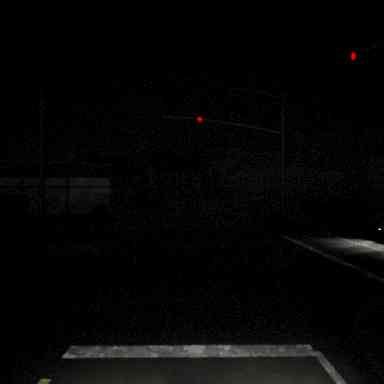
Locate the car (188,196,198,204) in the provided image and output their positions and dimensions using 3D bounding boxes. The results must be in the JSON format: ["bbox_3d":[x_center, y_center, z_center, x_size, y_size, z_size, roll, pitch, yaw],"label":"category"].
[{"bbox_3d":[0.180,1.570,66.387,2.033,1.411,5.357,0,0,0],"label":"car"}]

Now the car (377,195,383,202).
[{"bbox_3d":[38.648,1.175,62.964,5.027,1.636,2.152,0,0,0],"label":"car"}]

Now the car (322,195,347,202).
[{"bbox_3d":[31.229,1.323,73.010,4.514,1.523,2.007,0,0,0],"label":"car"}]

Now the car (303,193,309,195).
[{"bbox_3d":[20.595,1.316,53.563,4.514,1.523,2.007,0,0,0],"label":"car"}]

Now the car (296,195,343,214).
[{"bbox_3d":[12.979,1.341,31.690,5.027,1.636,2.152,0,0,0],"label":"car"}]

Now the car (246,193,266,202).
[{"bbox_3d":[13.367,1.101,69.274,3.866,1.878,1.905,0,0,0],"label":"car"}]

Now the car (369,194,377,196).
[{"bbox_3d":[38.295,1.256,69.380,3.806,1.475,1.970,0,0,0],"label":"car"}]

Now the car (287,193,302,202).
[{"bbox_3d":[21.250,1.120,66.023,4.605,1.855,1.932,0,0,0],"label":"car"}]

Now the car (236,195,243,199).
[{"bbox_3d":[14.503,1.364,91.902,4.674,1.442,1.812,0,0,0],"label":"car"}]

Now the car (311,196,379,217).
[{"bbox_3d":[13.046,1.349,28.553,4.514,1.523,2.007,0,0,0],"label":"car"}]

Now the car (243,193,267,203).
[{"bbox_3d":[12.771,1.383,65.946,3.806,1.475,1.970,0,0,0],"label":"car"}]

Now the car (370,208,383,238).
[{"bbox_3d":[11.032,1.553,14.420,5.357,1.411,2.033,0,0,-1],"label":"car"}]
